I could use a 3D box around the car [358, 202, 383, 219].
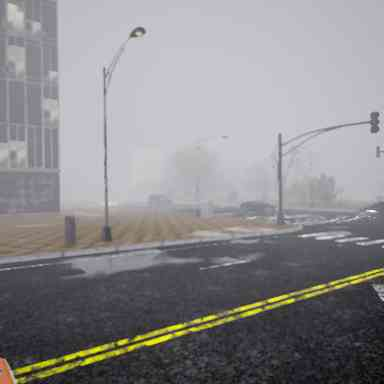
[{"bbox_3d":[15.401,1.513,26.422,1.837,1.490,4.892,1,0,-13],"label":"car"}]

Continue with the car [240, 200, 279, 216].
[{"bbox_3d":[7.005,1.549,34.382,2.128,1.511,4.902,-1,1,-33],"label":"car"}]

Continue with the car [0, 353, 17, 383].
[{"bbox_3d":[-3.080,1.352,1.237,4.553,1.767,2.097,0,0,-36],"label":"car"}]

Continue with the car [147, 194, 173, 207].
[{"bbox_3d":[-5.186,1.298,53.137,2.150,2.045,5.566,-1,1,-33],"label":"car"}]
